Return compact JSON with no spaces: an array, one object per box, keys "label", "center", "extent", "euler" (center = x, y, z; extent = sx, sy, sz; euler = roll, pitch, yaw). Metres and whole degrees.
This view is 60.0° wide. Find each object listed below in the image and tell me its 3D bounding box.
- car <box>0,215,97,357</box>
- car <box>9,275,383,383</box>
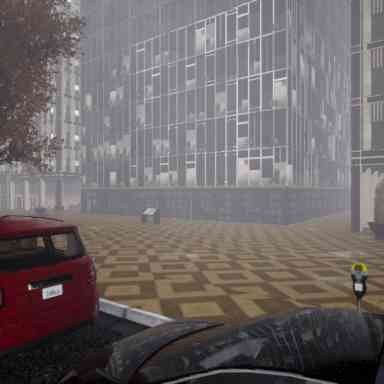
[{"label":"car","center":[-3.665,1.315,5.501],"extent":[5.009,1.841,2.192],"euler":[0,0,36]},{"label":"car","center":[0.827,1.566,2.287],"extent":[4.313,1.339,1.947],"euler":[0,0,36]}]
